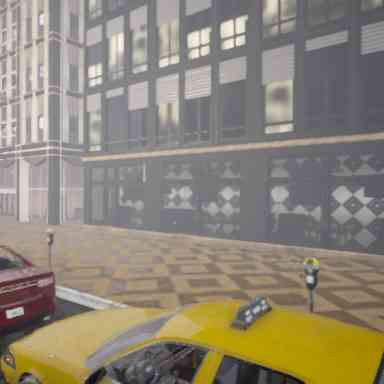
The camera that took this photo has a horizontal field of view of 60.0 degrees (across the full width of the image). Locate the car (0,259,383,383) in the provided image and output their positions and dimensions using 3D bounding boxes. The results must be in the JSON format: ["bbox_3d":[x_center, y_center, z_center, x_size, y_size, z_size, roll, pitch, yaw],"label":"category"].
[{"bbox_3d":[0.243,1.523,2.695,4.829,1.417,1.752,0,0,35],"label":"car"}]

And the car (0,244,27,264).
[{"bbox_3d":[-4.259,1.531,5.904,4.507,1.381,1.887,0,0,35],"label":"car"}]
